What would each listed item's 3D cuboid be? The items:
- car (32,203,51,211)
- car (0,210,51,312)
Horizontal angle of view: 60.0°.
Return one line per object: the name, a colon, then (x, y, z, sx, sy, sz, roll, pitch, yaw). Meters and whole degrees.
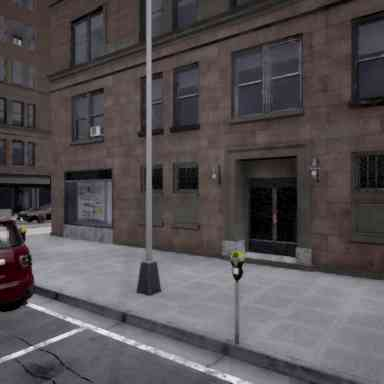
car: (-10.235, 1.504, 25.159, 2.033, 1.411, 5.357, 0, 0, 36)
car: (-5.055, 1.315, 6.400, 5.009, 1.841, 2.192, 0, 0, 35)
